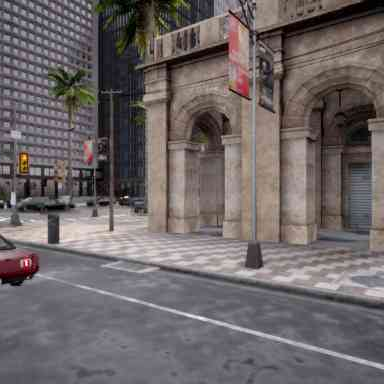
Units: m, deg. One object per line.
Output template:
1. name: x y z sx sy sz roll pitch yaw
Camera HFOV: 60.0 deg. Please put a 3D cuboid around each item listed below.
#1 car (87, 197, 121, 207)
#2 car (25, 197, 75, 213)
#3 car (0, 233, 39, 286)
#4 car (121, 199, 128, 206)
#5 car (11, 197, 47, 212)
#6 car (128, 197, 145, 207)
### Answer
1. car: -13.928 1.513 51.276 2.161 1.482 4.786 0 0 35
2. car: -15.741 1.601 37.484 1.895 1.301 4.718 0 0 36
3. car: -5.828 1.601 8.200 4.718 1.301 1.895 0 0 37
4. car: -9.237 1.547 52.492 2.033 1.411 5.357 0 0 36
5. car: -18.784 1.353 39.248 2.097 1.767 4.553 0 0 36
6. car: -6.657 1.491 50.085 2.128 1.511 4.902 0 0 36
